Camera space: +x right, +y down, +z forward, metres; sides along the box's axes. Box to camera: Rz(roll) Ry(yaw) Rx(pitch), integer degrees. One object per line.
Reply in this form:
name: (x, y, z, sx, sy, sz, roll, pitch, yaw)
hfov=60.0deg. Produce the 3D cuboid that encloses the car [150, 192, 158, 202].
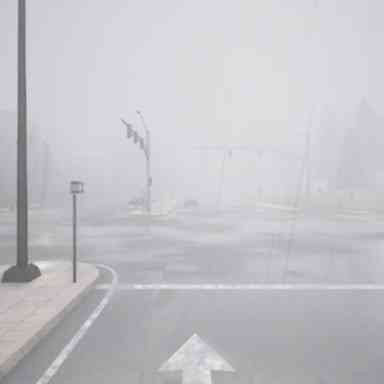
car: (-8.487, 0.951, 65.386, 2.150, 2.045, 5.566, 0, 0, -1)

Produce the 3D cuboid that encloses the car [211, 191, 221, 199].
car: (6.180, 0.866, 86.562, 2.150, 2.045, 5.566, 0, 0, -1)

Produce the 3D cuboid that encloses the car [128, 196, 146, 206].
car: (-8.310, 1.339, 49.998, 2.033, 1.411, 5.357, 0, 0, -1)

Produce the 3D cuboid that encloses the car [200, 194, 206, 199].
car: (2.680, 1.165, 86.553, 1.812, 1.442, 4.674, 0, 0, -1)

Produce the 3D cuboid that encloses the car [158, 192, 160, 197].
car: (-8.725, 0.635, 80.541, 2.097, 1.767, 4.553, 0, 0, -1)

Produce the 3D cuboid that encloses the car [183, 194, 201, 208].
car: (-0.160, 1.337, 45.447, 1.812, 1.442, 4.674, 0, 0, -1)
